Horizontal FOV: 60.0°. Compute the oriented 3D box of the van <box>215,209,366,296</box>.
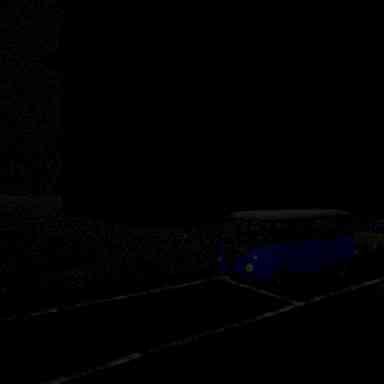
[{"bbox_3d":[2.449,1.340,8.391,3.998,1.788,1.690,0,0,-35],"label":"van"}]

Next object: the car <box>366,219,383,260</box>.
[{"bbox_3d":[6.871,1.526,11.546,4.829,1.417,1.752,0,0,-35],"label":"car"}]
